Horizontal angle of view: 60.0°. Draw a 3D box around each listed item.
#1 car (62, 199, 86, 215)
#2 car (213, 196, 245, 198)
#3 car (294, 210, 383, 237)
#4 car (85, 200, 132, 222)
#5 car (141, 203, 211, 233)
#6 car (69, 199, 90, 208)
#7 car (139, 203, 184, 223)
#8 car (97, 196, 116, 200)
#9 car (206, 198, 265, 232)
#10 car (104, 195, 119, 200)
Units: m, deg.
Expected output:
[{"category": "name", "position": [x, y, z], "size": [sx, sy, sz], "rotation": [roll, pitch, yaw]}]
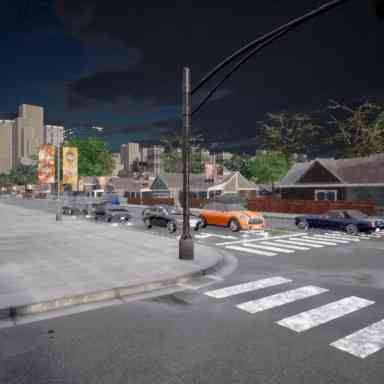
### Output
[{"category": "car", "position": [-13.076, 1.730, 37.055], "size": [1.837, 1.490, 4.892], "rotation": [0, 0, -35]}, {"category": "car", "position": [2.942, 1.359, 31.684], "size": [2.150, 2.045, 5.566], "rotation": [0, 0, -35]}, {"category": "car", "position": [8.161, 1.656, 18.744], "size": [1.895, 1.301, 4.718], "rotation": [0, 0, -35]}, {"category": "car", "position": [-7.062, 1.710, 28.579], "size": [2.033, 1.411, 5.357], "rotation": [0, 0, -36]}, {"category": "car", "position": [-1.347, 1.592, 20.564], "size": [2.128, 1.511, 4.902], "rotation": [0, 0, -35]}, {"category": "car", "position": [-19.477, 1.887, 57.565], "size": [2.033, 1.411, 5.357], "rotation": [0, 0, -34]}, {"category": "car", "position": [-2.613, 1.706, 27.954], "size": [1.994, 1.385, 4.181], "rotation": [0, 0, -34]}, {"category": "car", "position": [-13.426, 1.786, 49.082], "size": [1.837, 1.490, 4.892], "rotation": [0, 0, -35]}, {"category": "car", "position": [2.397, 1.440, 20.935], "size": [2.097, 1.767, 4.553], "rotation": [0, 0, -36]}, {"category": "car", "position": [-13.990, 1.536, 55.472], "size": [2.150, 2.045, 5.566], "rotation": [0, 0, -36]}]
